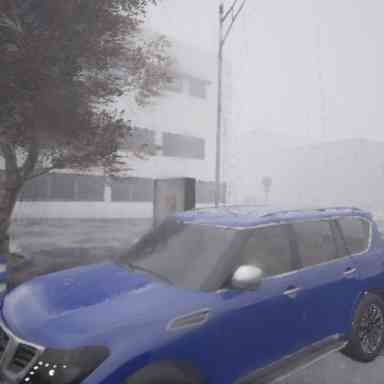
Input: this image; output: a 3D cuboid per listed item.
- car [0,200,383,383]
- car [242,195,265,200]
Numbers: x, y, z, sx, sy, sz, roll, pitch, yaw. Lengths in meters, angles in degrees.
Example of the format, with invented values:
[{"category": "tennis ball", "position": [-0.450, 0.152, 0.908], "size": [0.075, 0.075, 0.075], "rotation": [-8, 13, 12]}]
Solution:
[{"category": "car", "position": [0.515, 1.224, 4.340], "size": [5.566, 2.045, 2.150], "rotation": [0, 0, -36]}, {"category": "car", "position": [9.552, 1.300, 50.053], "size": [2.097, 1.767, 4.553], "rotation": [2, 0, -35]}]
